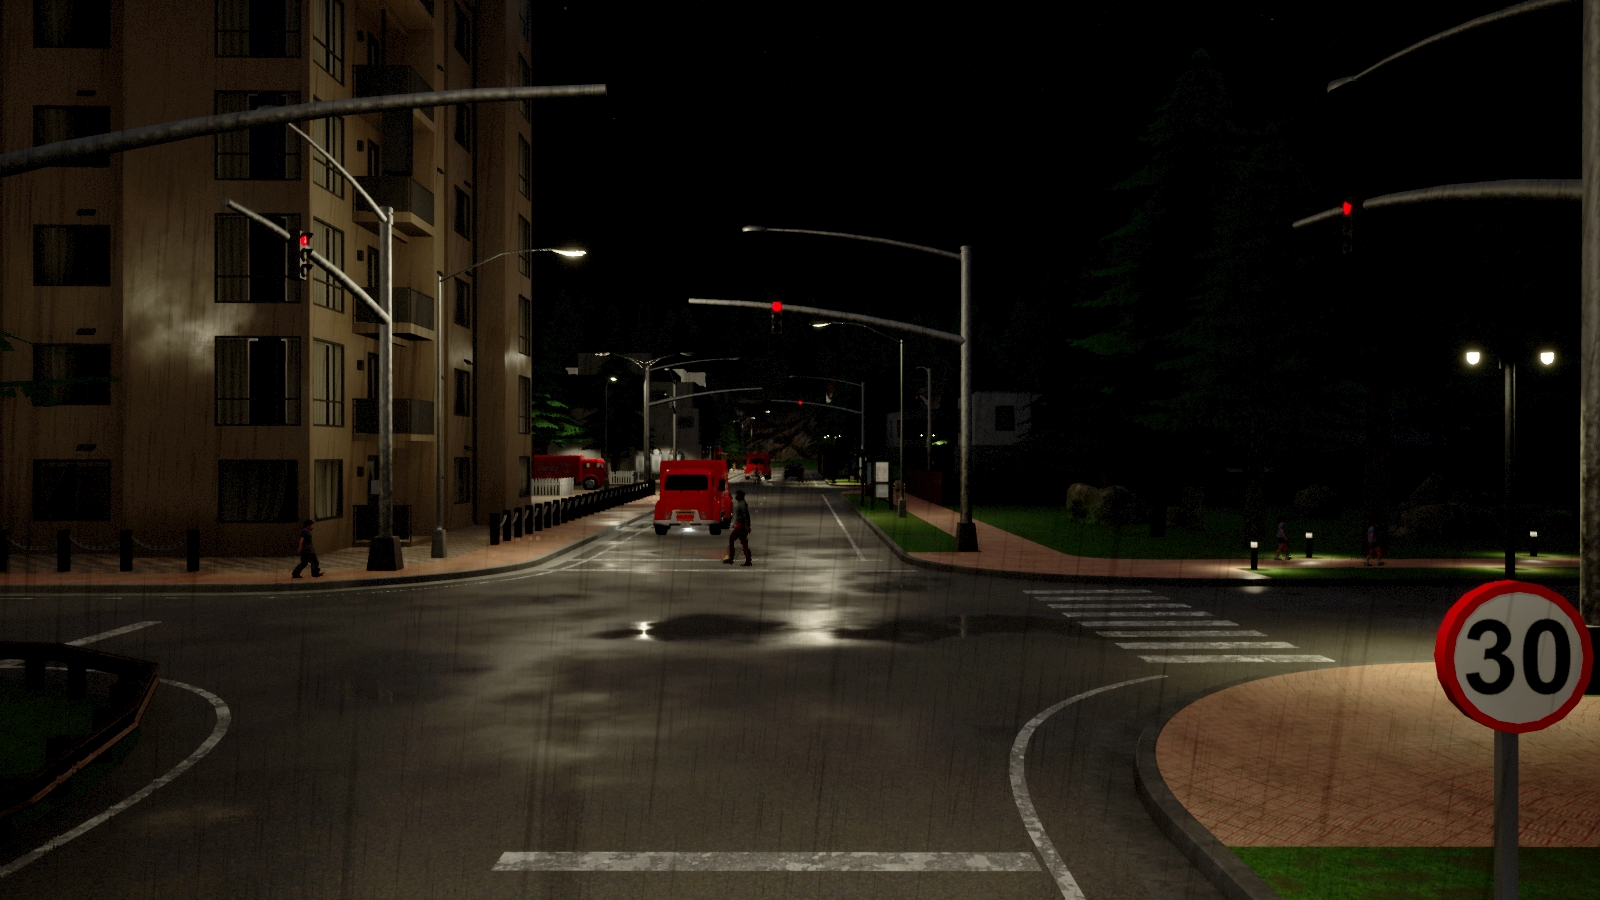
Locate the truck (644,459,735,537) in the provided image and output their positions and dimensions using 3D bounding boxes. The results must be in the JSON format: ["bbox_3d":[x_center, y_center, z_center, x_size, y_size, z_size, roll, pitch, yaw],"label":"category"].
[{"bbox_3d":[-3.689,1.548,39.174,2.627,2.467,5.204,0,0,0],"label":"truck"}]

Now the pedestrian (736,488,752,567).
[{"bbox_3d":[-1.328,1.829,27.186,0.375,1.860,0.375,0,0,0],"label":"pedestrian"}]

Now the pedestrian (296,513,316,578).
[{"bbox_3d":[-10.230,1.974,23.657,0.375,1.300,0.375,0,0,-25],"label":"pedestrian"}]

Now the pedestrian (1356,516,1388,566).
[{"bbox_3d":[12.902,2.044,25.769,0.500,1.100,0.500,0,0,4],"label":"pedestrian"}]

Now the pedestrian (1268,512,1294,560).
[{"bbox_3d":[11.428,2.044,27.162,0.500,1.100,0.500,0,0,16],"label":"pedestrian"}]
